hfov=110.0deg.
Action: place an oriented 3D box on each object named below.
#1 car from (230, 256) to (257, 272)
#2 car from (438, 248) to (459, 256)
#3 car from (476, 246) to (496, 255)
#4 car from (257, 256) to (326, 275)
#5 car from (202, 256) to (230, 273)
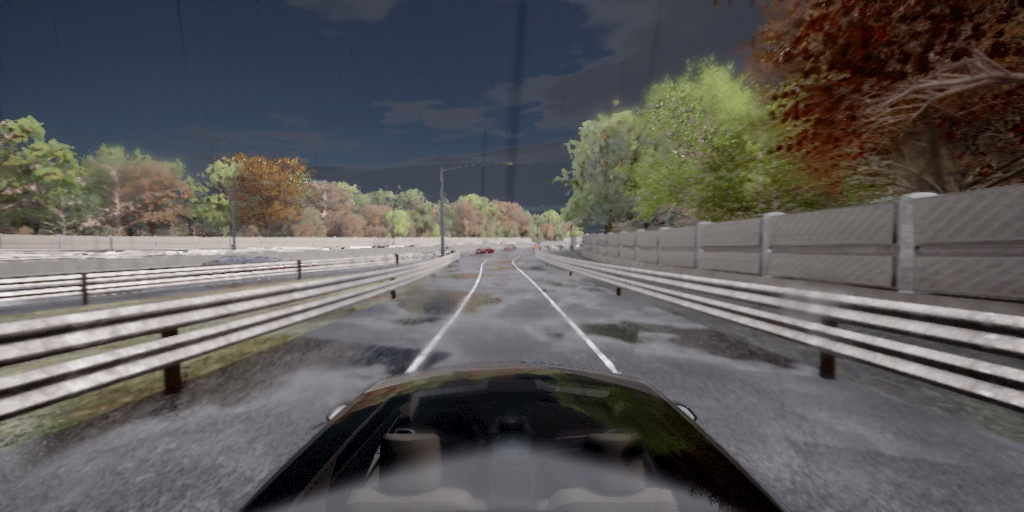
[{"bbox_3d":[-21.258,0.718,31.017,1.994,1.385,4.181,1,3,22],"label":"car"},{"bbox_3d":[-10.227,-0.630,58.051,1.994,1.385,4.181,1,3,22],"label":"car"},{"bbox_3d":[-4.558,-0.949,62.572,1.882,1.535,5.008,1,3,22],"label":"car"},{"bbox_3d":[-17.965,0.788,29.838,1.895,1.301,4.718,1,3,22],"label":"car"},{"bbox_3d":[-24.533,0.664,32.259,2.033,1.411,5.357,1,3,22],"label":"car"}]
